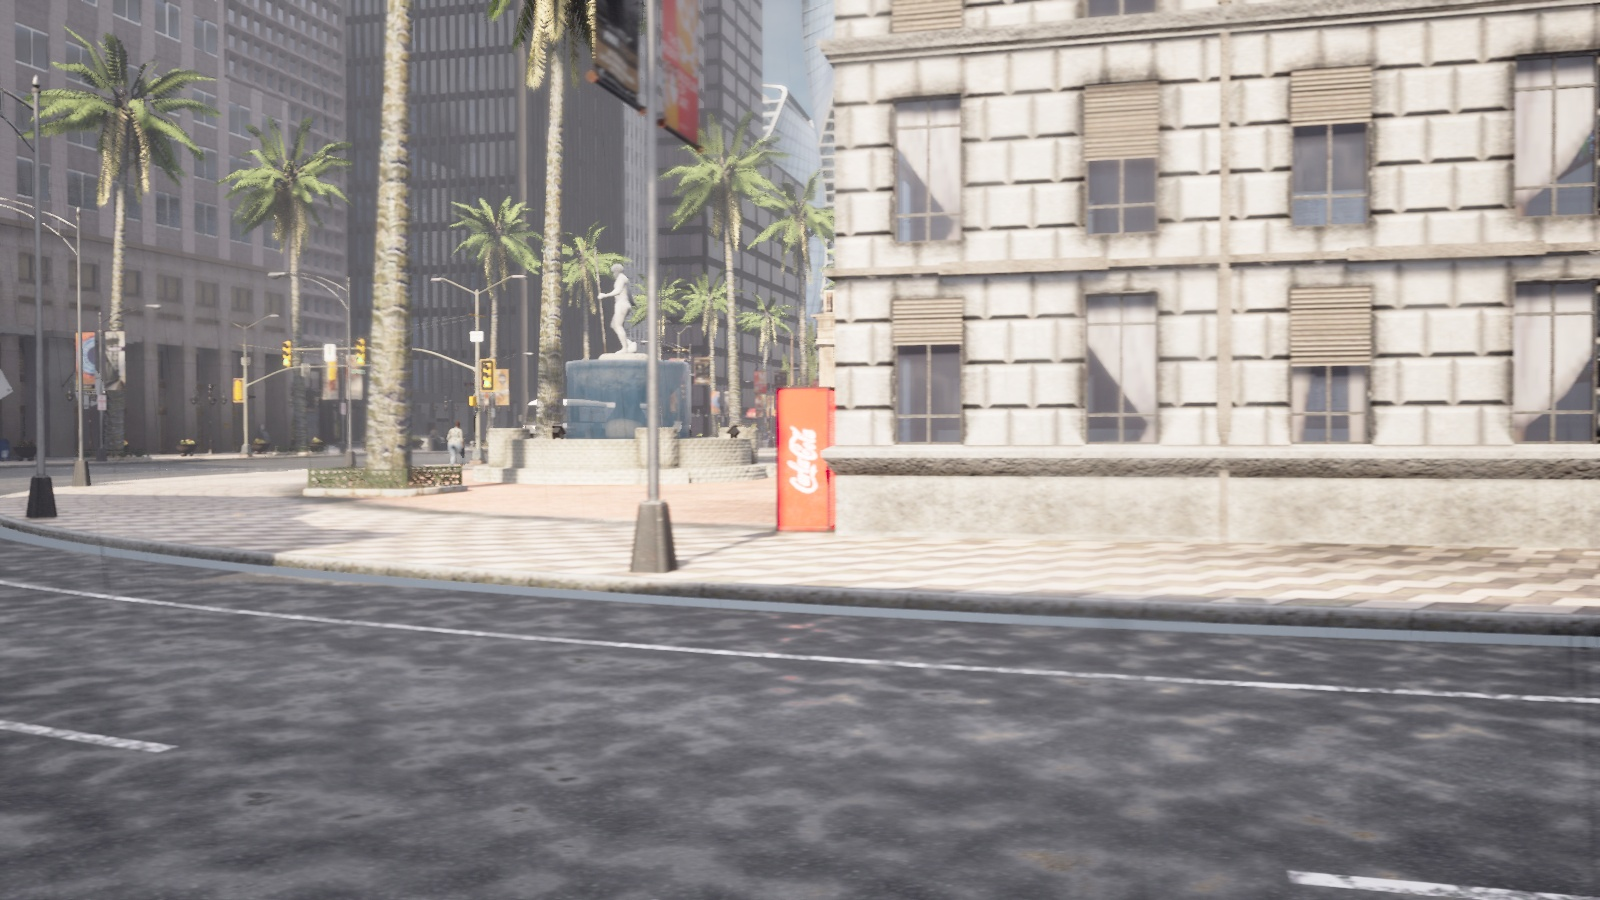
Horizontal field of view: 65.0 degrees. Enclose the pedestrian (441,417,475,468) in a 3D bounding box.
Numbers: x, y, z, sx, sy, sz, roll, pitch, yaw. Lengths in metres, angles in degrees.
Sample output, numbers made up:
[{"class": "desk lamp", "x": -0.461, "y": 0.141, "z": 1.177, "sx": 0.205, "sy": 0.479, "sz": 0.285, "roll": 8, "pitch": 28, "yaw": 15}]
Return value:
[{"class": "pedestrian", "x": -12.680, "y": -0.278, "z": 46.537, "sx": 0.874, "sy": 1.855, "sz": 0.900, "roll": 0, "pitch": 1, "yaw": 14}]
